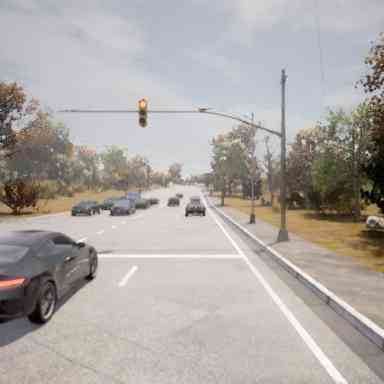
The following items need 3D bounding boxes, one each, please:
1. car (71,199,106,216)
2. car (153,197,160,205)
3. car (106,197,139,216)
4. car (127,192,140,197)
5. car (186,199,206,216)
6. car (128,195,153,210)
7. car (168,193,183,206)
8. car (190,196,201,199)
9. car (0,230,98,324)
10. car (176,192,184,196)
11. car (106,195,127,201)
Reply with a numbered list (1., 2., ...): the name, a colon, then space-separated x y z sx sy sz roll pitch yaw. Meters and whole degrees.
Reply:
1. car: -10.341 1.524 32.856 1.837 1.490 4.892 0 0 0
2. car: -6.612 1.509 55.913 1.895 1.301 4.718 0 2 1
3. car: -6.835 1.546 33.316 1.812 1.442 4.674 0 0 1
4. car: -10.093 1.092 57.081 2.150 2.045 5.566 0 2 1
5. car: 0.356 1.621 33.092 1.895 1.301 4.718 0 0 1
6. car: -6.734 1.504 43.986 1.882 1.535 5.008 0 0 1
7. car: -2.941 1.439 55.174 1.837 1.490 4.892 0 2 1
8. car: 0.574 1.408 56.735 1.812 1.442 4.674 0 2 1
9. car: -3.401 1.530 7.035 1.812 1.442 4.674 0 0 -1
10. car: -2.864 0.632 74.111 1.895 1.301 4.718 0 3 1
11. car: -10.244 1.378 43.044 2.097 1.767 4.553 0 0 1
